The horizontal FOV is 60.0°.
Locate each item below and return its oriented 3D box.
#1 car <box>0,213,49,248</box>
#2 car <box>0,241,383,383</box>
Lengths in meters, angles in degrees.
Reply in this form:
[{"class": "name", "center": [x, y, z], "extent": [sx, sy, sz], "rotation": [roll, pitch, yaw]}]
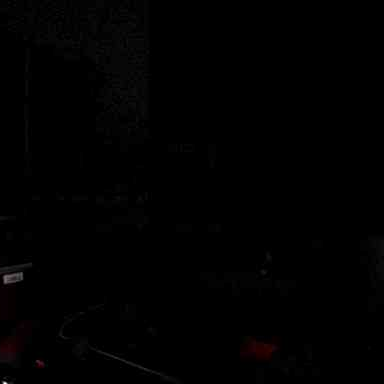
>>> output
[{"class": "car", "center": [-4.500, 1.315, 6.156], "extent": [5.009, 1.841, 2.192], "rotation": [0, 0, 35]}, {"class": "car", "center": [-0.066, 1.440, 3.007], "extent": [4.097, 1.590, 1.967], "rotation": [0, 0, 35]}]
